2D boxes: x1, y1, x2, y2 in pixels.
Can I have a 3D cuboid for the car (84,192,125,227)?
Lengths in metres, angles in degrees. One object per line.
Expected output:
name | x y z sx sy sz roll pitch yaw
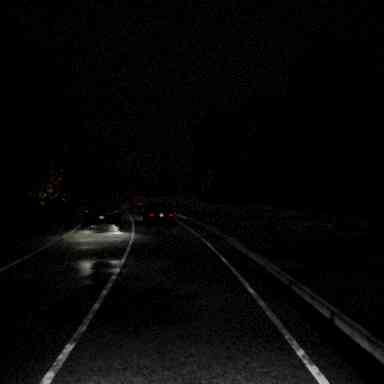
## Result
car | -5.656 1.063 21.691 2.150 2.045 5.566 1 0 -11

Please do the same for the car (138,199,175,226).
car | -2.332 1.432 22.602 2.033 1.411 5.357 1 0 -11

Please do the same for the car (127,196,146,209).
car | -6.483 1.176 40.118 1.882 1.535 5.008 1 1 -14

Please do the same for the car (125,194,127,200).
car | -13.477 0.919 63.172 2.033 1.411 5.357 0 0 1
